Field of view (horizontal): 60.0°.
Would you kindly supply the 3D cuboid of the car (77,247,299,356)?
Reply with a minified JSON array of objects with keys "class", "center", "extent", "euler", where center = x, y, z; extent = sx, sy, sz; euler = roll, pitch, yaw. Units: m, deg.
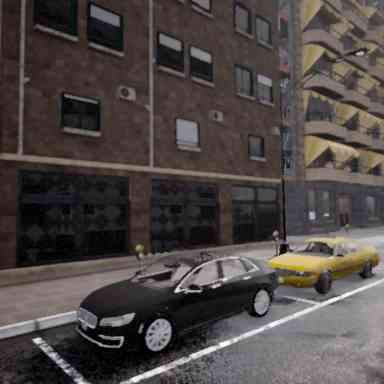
[{"class":"car","center":[-0.029,1.919,6.668],"extent":[4.403,1.369,2.008],"euler":[1,-3,-41]}]

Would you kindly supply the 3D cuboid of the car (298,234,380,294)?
[{"class":"car","center":[4.071,1.990,10.178],"extent":[4.829,1.417,1.752],"euler":[1,-3,-41]}]
